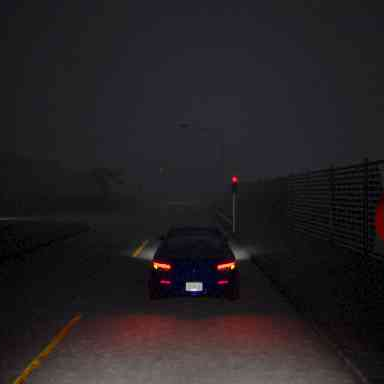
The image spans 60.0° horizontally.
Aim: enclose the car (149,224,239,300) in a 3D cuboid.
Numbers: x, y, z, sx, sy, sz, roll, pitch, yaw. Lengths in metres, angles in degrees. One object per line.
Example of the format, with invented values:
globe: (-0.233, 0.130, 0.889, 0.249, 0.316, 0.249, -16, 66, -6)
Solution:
car: (0.058, 1.526, 8.244, 1.812, 1.442, 4.674, 0, 0, 1)
